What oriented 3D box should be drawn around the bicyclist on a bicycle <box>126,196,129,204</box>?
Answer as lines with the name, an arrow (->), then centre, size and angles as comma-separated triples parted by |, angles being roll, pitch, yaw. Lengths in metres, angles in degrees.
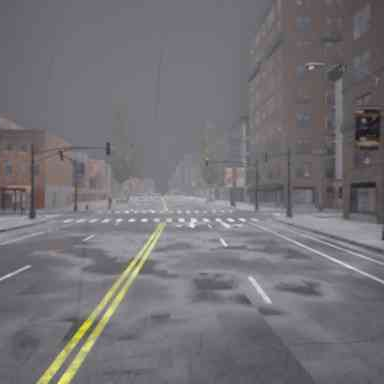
bicyclist on a bicycle -> -12.613, 1.623, 65.085 | 0.582, 1.620, 1.656 | 0, 0, -4

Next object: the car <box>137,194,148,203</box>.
car -> -10.936, 1.416, 73.304 | 2.150, 2.045, 5.566 | 0, 0, -5

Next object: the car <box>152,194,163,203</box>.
car -> -7.699, 1.416, 73.601 | 2.150, 2.045, 5.566 | 0, 0, -5

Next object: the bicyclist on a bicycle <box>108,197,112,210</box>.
bicyclist on a bicycle -> -10.418, 1.466, 42.128 | 0.659, 1.776, 1.843 | 0, 0, -4
